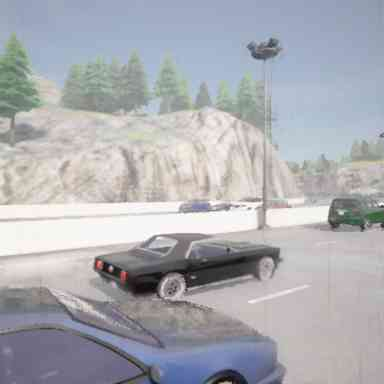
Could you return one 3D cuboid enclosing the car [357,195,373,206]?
[{"bbox_3d":[34.058,1.616,65.455,2.150,2.045,5.566,0,-1,33],"label":"car"}]

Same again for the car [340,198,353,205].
[{"bbox_3d":[32.067,1.974,68.842,1.994,1.385,4.181,0,0,32],"label":"car"}]

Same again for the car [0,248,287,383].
[{"bbox_3d":[-1.622,1.569,2.638,5.357,1.411,2.033,0,-1,-36],"label":"car"}]

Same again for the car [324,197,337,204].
[{"bbox_3d":[30.226,1.827,72.557,1.812,1.442,4.674,0,0,32],"label":"car"}]

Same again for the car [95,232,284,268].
[{"bbox_3d":[0.151,1.664,8.296,4.718,1.301,1.895,0,-1,-37],"label":"car"}]

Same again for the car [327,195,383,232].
[{"bbox_3d":[10.957,1.380,21.773,5.566,2.045,2.150,0,-1,-42],"label":"car"}]

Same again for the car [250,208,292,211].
[{"bbox_3d":[8.347,1.601,34.016,4.553,1.767,2.097,0,-1,-44],"label":"car"}]

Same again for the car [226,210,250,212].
[{"bbox_3d":[6.652,1.496,37.213,5.566,2.045,2.150,0,-1,-45],"label":"car"}]
